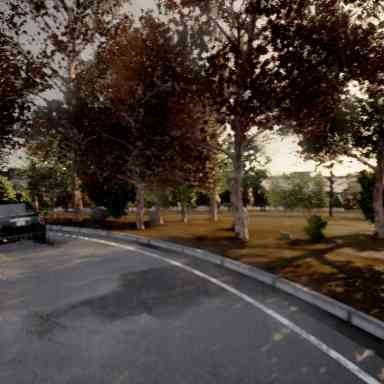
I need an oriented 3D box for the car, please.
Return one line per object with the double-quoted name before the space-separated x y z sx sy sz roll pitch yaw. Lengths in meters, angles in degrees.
"car" -7.651 1.084 12.792 4.553 1.767 2.097 1 3 36
